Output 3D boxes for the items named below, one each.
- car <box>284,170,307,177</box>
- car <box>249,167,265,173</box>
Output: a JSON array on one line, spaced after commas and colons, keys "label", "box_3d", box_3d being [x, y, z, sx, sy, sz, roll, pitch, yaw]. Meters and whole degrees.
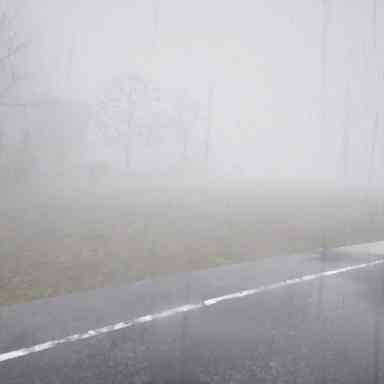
[{"label": "car", "box_3d": [22.030, -4.050, 70.925, 1.882, 1.535, 5.008, 0, 6, -34]}, {"label": "car", "box_3d": [15.855, -5.359, 80.248, 1.882, 1.535, 5.008, 0, 6, -34]}]
